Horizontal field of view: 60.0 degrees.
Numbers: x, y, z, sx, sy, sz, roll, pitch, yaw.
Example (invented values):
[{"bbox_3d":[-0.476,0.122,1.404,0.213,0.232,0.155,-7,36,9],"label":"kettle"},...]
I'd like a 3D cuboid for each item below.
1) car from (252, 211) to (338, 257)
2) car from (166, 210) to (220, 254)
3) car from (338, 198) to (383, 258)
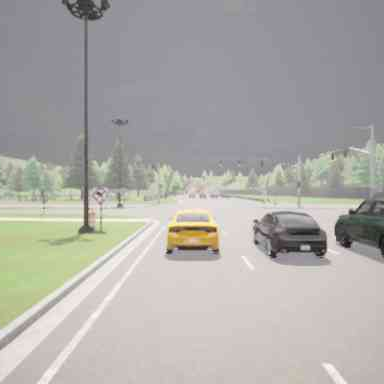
[{"bbox_3d":[3.542,1.479,12.738,1.837,1.490,4.892,0,0,1],"label":"car"},{"bbox_3d":[0.050,1.450,13.478,1.882,1.535,5.008,0,0,1],"label":"car"},{"bbox_3d":[7.032,1.198,11.594,2.150,2.045,5.566,0,0,0],"label":"car"}]
